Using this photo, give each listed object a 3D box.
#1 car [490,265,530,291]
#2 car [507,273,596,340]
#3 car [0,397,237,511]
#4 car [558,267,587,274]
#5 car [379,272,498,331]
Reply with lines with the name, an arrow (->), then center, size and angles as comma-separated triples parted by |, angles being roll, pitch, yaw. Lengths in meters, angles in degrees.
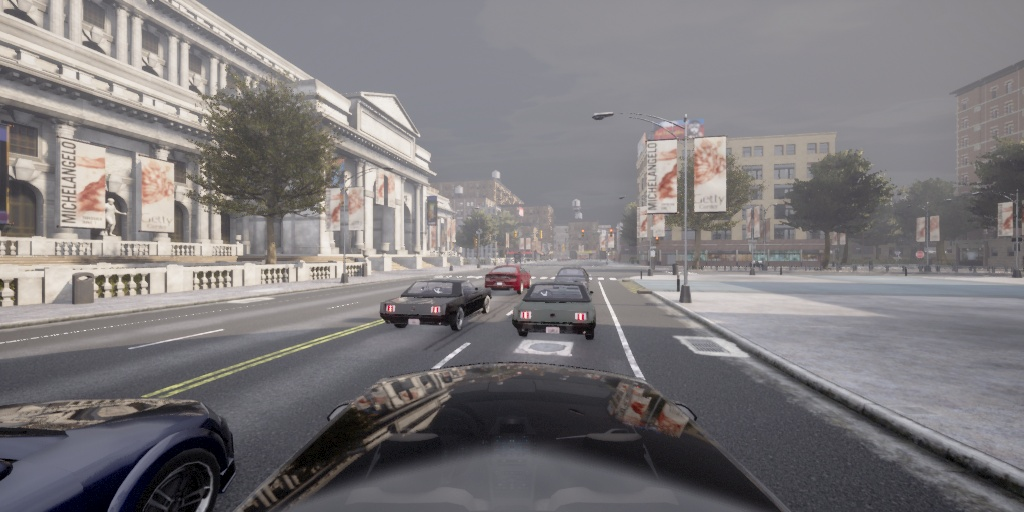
car -> -0.114, 1.228, 20.251 | 1.882, 1.535, 5.008 | 0, 0, 12
car -> 1.335, 1.351, 10.088 | 1.895, 1.301, 4.718 | 0, 0, 11
car -> -3.156, 1.314, 1.114 | 1.994, 1.385, 4.181 | 0, 0, -1
car -> 3.279, 1.297, 19.436 | 2.033, 1.411, 5.357 | 0, 0, 12
car -> -2.009, 1.351, 11.102 | 1.895, 1.301, 4.718 | 0, 0, 11
